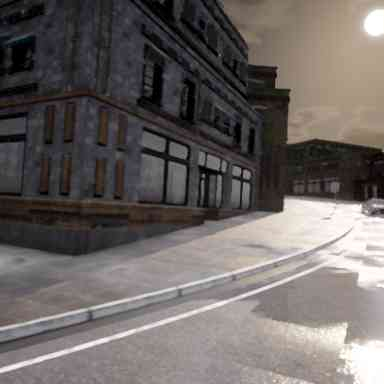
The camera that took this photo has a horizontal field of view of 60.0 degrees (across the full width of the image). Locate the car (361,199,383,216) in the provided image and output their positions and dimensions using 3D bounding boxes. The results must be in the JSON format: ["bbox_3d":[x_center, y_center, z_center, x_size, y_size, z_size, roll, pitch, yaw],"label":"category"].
[{"bbox_3d":[15.985,1.296,28.568,2.033,1.411,5.357,2,2,16],"label":"car"}]
